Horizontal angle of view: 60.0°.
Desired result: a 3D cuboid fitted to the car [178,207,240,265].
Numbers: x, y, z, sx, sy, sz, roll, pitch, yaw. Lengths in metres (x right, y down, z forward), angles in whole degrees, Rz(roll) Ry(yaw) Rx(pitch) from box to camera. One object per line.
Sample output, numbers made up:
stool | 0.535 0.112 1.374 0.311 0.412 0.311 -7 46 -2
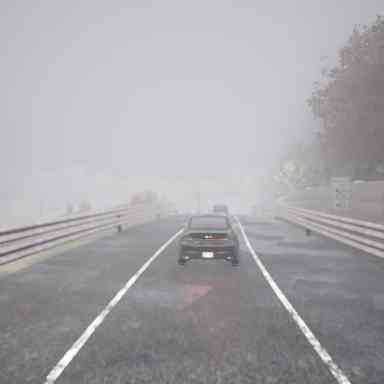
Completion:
car | 0.622 1.508 11.706 1.837 1.490 4.892 0 0 4

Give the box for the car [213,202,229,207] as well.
car | 3.660 2.061 42.325 1.882 1.535 5.008 0 -2 6
